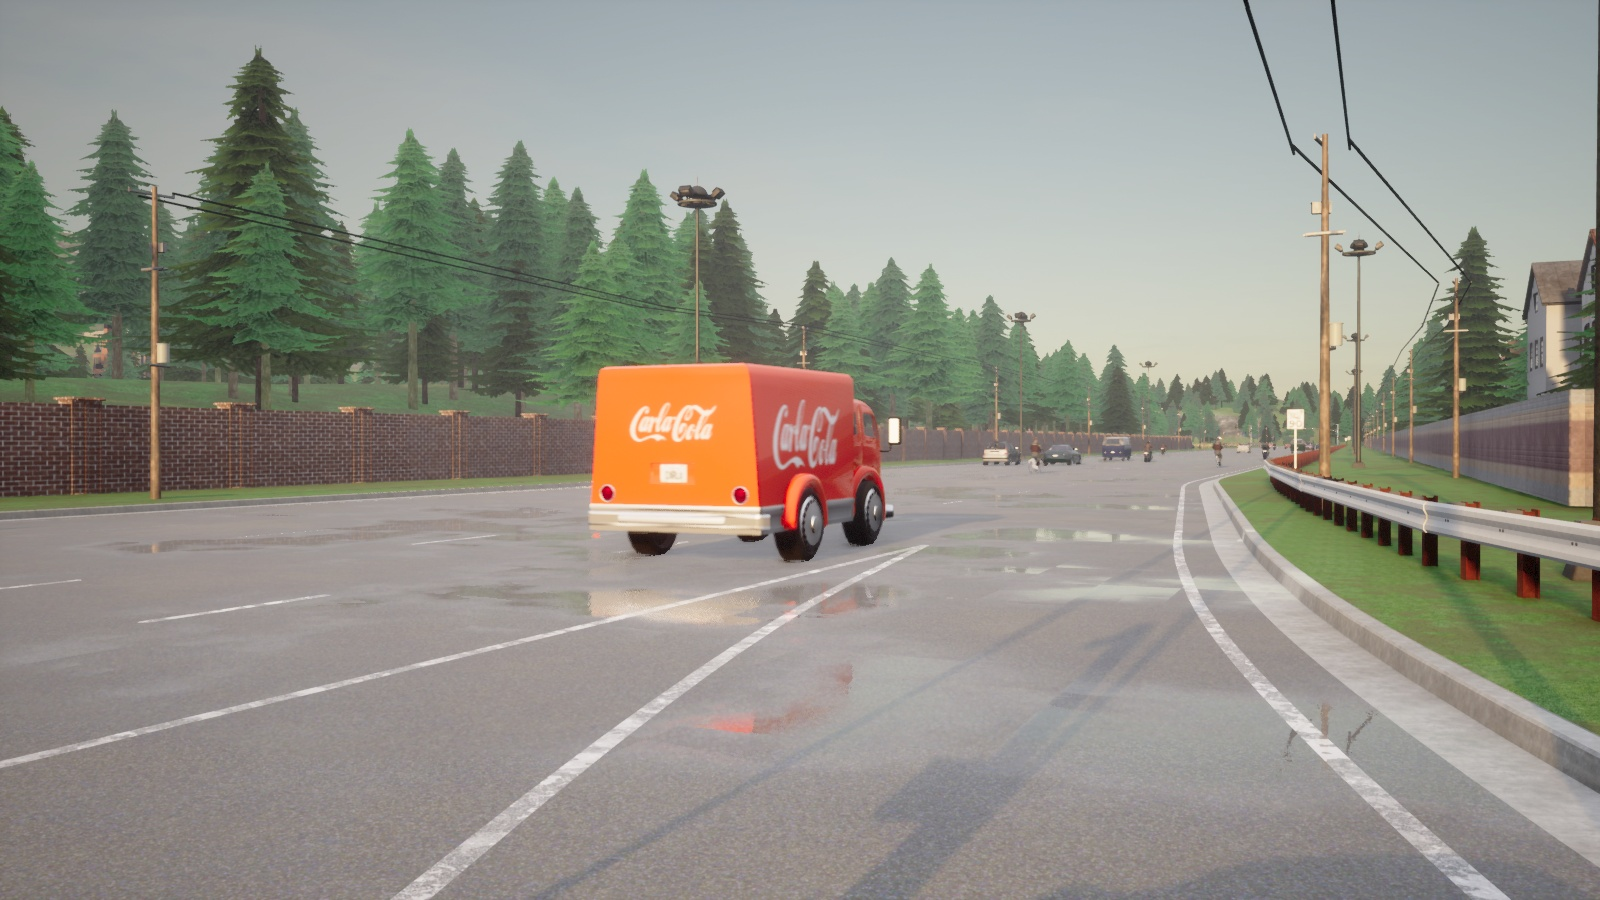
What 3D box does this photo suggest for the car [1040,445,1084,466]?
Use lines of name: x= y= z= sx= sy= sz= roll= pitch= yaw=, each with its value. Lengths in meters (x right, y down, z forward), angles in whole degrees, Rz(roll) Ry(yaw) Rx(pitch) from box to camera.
car: x=17.513 y=0.351 z=83.801 sx=1.994 sy=1.385 sz=4.181 roll=0 pitch=0 yaw=24

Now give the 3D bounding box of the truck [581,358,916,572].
truck: x=-0.468 y=0.160 z=17.447 sx=2.627 sy=2.467 sz=5.204 roll=0 pitch=0 yaw=24

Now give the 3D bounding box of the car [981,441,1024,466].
car: x=13.459 y=0.185 z=83.293 sx=1.851 sy=1.617 sz=3.988 roll=0 pitch=0 yaw=24
